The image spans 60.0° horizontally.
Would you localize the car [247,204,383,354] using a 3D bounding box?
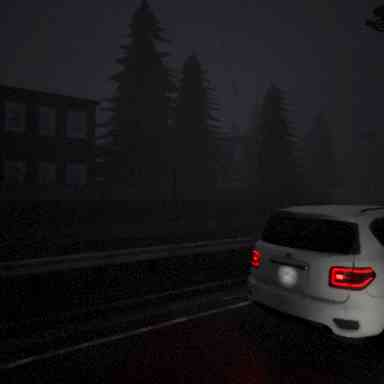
[{"bbox_3d":[3.497,1.258,6.321,5.566,2.045,2.150,0,0,-37],"label":"car"}]
